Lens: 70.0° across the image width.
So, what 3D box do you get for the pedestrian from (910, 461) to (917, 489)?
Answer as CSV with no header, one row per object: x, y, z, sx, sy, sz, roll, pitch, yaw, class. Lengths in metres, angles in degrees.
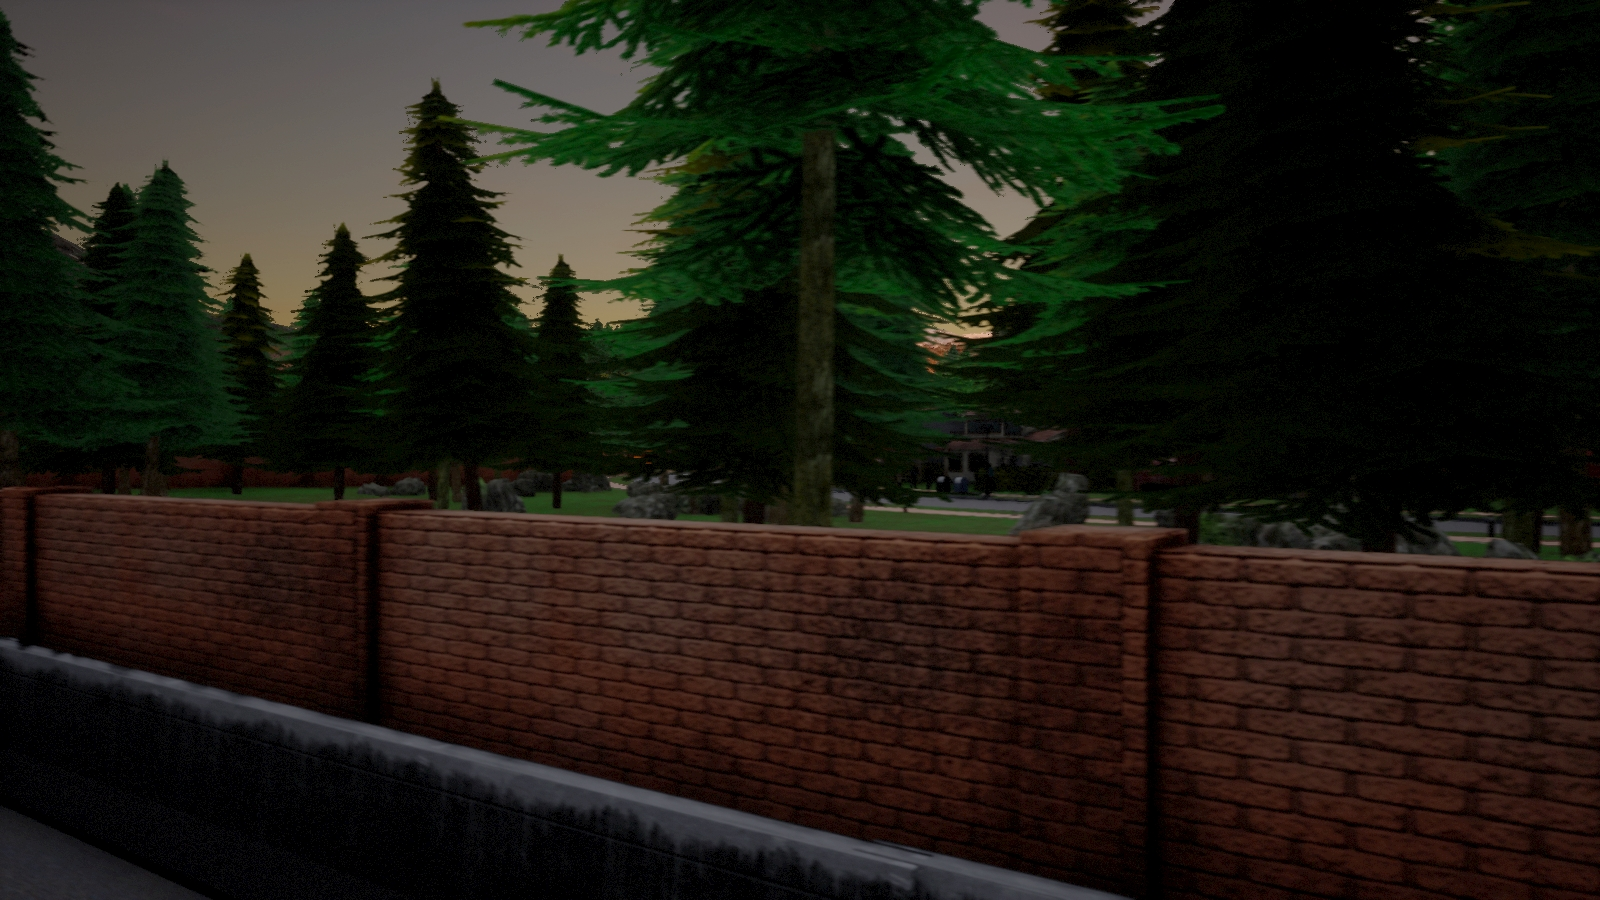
7.566,1.689,76.210,0.375,1.860,0.375,0,0,-26,pedestrian

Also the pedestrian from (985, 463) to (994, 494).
11.389,1.686,68.637,0.375,1.860,0.375,0,0,-33,pedestrian

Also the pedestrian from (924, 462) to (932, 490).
8.301,1.688,74.202,0.375,1.860,0.375,0,0,-27,pedestrian
